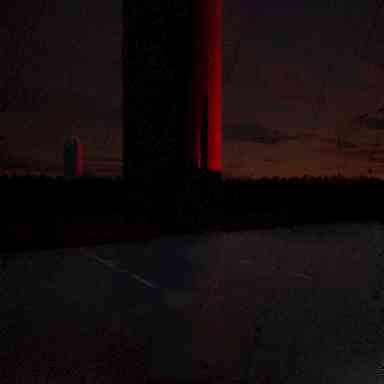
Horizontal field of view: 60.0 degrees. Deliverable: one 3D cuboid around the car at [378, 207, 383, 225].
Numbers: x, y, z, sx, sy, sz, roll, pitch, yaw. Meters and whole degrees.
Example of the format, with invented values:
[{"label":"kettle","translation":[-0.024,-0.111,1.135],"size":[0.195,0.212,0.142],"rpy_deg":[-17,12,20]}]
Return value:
[{"label":"car","translation":[14.473,1.483,21.616],"size":[1.851,1.617,3.988],"rpy_deg":[0,0,-36]}]
